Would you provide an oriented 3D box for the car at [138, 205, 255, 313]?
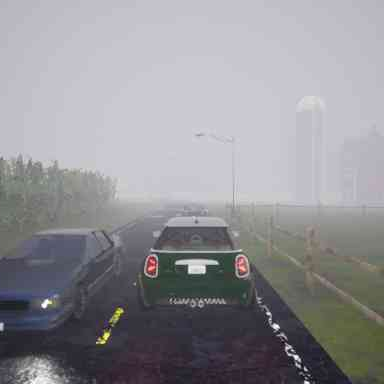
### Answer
[{"bbox_3d":[0.098,1.351,7.834,2.097,1.767,4.553,0,0,0],"label":"car"}]

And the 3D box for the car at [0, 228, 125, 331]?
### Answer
[{"bbox_3d":[-2.832,1.546,7.432,2.033,1.411,5.357,0,0,0],"label":"car"}]
